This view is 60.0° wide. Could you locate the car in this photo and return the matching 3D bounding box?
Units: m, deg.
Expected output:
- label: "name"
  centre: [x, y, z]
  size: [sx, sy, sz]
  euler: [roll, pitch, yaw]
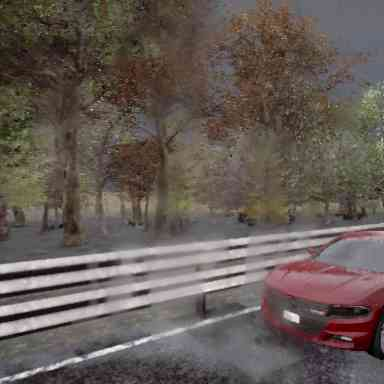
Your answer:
- label: "car"
  centre: [3.434, 1.488, 6.131]
  size: [5.008, 1.535, 1.882]
  euler: [0, 0, -35]
